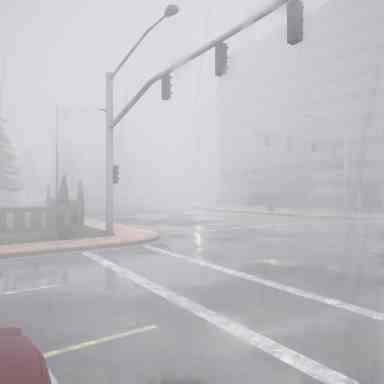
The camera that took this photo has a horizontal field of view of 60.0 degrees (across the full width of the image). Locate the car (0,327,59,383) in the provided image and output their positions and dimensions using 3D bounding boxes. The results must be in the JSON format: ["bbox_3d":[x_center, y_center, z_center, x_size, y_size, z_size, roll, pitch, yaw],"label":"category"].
[{"bbox_3d":[-3.096,1.601,1.571,4.718,1.301,1.895,0,0,-35],"label":"car"}]
